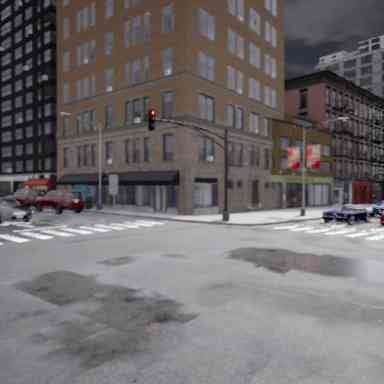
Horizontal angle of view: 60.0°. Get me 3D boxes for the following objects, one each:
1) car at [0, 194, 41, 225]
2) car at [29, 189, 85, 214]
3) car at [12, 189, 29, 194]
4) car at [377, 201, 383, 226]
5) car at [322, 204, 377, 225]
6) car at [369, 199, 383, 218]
[{"bbox_3d":[-11.642,1.084,20.357,4.902,1.511,2.128,2,2,38],"label":"car"},{"bbox_3d":[-10.757,0.766,27.028,5.009,1.841,2.192,2,1,38],"label":"car"},{"bbox_3d":[-15.069,0.648,30.452,5.009,1.841,2.192,2,1,38],"label":"car"},{"bbox_3d":[14.392,1.494,22.385,5.008,1.535,1.882,0,1,-42],"label":"car"},{"bbox_3d":[11.190,1.568,23.858,4.718,1.301,1.895,0,1,-43],"label":"car"},{"bbox_3d":[18.065,1.485,30.260,5.008,1.535,1.882,0,1,-43],"label":"car"}]
